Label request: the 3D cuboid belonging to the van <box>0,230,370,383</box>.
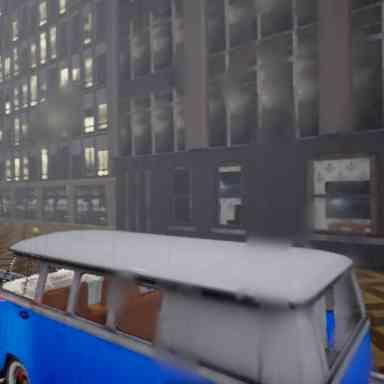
[{"bbox_3d":[-0.430,1.350,3.282,3.998,1.788,1.690,-1,0,37],"label":"van"}]
